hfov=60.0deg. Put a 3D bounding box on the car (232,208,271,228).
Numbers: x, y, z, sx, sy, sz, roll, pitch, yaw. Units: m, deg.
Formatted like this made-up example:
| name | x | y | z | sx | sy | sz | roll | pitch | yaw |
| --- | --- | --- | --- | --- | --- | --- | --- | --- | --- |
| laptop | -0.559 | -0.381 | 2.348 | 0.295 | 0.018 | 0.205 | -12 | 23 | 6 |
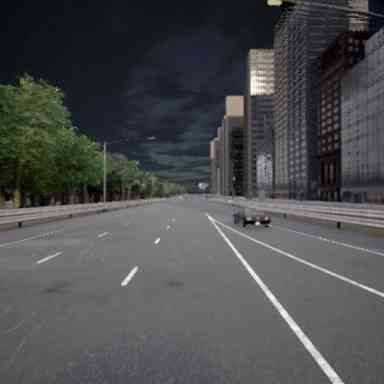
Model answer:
| name | x | y | z | sx | sy | sz | roll | pitch | yaw |
| --- | --- | --- | --- | --- | --- | --- | --- | --- | --- |
| car | 4.252 | 1.857 | 24.565 | 1.895 | 1.301 | 4.718 | 0 | -1 | -4 |
